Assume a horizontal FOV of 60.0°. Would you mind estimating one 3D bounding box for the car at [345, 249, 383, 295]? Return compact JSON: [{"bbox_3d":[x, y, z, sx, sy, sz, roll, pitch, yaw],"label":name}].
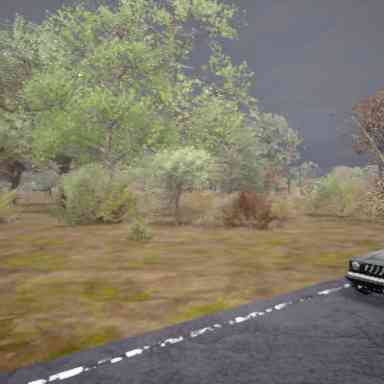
[{"bbox_3d":[5.514,1.596,7.554,4.718,1.301,1.895,0,0,-37],"label":"car"}]
